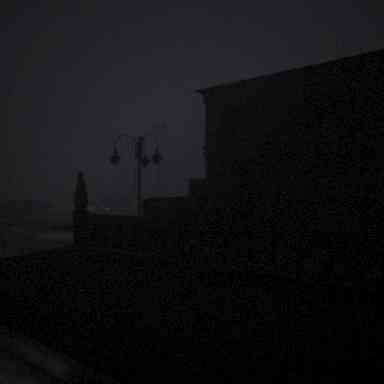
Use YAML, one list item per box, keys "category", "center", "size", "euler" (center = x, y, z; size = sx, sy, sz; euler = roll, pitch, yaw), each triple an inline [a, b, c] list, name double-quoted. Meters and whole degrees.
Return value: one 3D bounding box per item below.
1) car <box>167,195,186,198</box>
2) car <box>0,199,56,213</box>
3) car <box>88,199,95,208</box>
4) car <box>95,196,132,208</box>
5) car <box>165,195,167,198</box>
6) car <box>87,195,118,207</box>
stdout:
- category: "car"
  center: [-2.022, 1.542, 64.886]
  size: [2.128, 1.511, 4.902]
  euler: [0, 0, 36]
- category: "car"
  center: [-18.063, 1.591, 37.118]
  size: [2.033, 1.411, 5.357]
  euler: [0, 0, 36]
- category: "car"
  center: [-13.389, 1.611, 49.446]
  size: [1.994, 1.385, 4.181]
  euler: [0, 0, 36]
- category: "car"
  center: [-10.730, 1.547, 47.121]
  size: [1.837, 1.490, 4.892]
  euler: [0, 0, 38]
- category: "car"
  center: [-4.680, 1.414, 67.178]
  size: [2.097, 1.767, 4.553]
  euler: [0, 0, 36]
- category: "car"
  center: [-14.423, 1.404, 53.936]
  size: [2.097, 1.767, 4.553]
  euler: [0, 0, 36]
